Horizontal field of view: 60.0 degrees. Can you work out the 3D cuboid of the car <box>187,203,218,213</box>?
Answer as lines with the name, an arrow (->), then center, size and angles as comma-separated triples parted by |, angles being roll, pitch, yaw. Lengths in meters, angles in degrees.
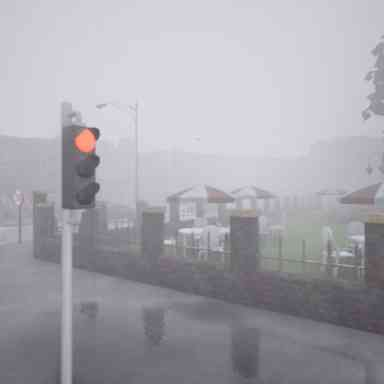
car -> 1.335, 1.501, 36.991 | 1.837, 1.490, 4.892 | 0, 1, 36

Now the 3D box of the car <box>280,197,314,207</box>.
car -> 14.987, 1.481, 47.507 | 5.008, 1.535, 1.882 | 0, 0, 3

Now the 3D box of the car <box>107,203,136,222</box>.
car -> -6.335, 1.563, 26.202 | 1.994, 1.385, 4.181 | 0, 0, 35
